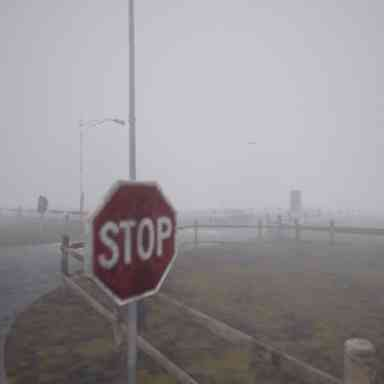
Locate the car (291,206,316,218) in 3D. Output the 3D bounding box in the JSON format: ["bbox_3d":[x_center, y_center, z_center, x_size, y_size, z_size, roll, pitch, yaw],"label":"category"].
[{"bbox_3d":[14.271,2.516,42.372,2.033,1.411,5.357,0,-1,37],"label":"car"}]

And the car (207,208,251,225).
[{"bbox_3d":[3.124,2.048,27.370,1.882,1.535,5.008,0,-1,36],"label":"car"}]
